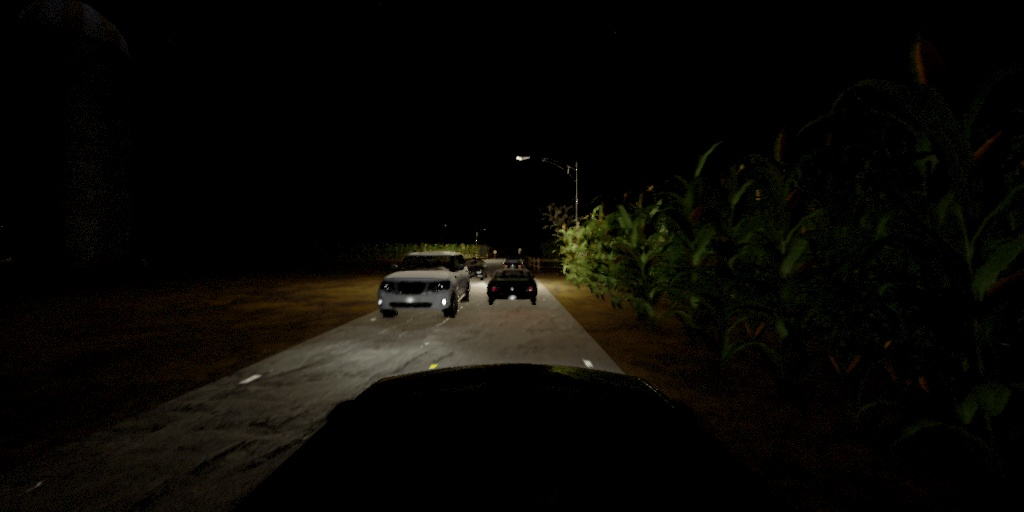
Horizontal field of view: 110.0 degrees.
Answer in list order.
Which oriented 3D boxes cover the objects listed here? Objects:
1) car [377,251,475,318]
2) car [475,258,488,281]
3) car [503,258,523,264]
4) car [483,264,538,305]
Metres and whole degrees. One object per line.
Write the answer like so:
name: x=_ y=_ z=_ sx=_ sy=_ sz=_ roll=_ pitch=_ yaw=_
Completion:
car: x=-2.786 y=0.835 z=12.647 sx=2.150 sy=2.045 sz=5.566 roll=0 pitch=0 yaw=0
car: x=-2.791 y=0.947 z=25.866 sx=1.837 sy=1.490 sz=4.892 roll=0 pitch=2 yaw=1
car: x=0.080 y=0.892 z=33.917 sx=2.033 sy=1.411 sz=5.357 roll=0 pitch=1 yaw=0
car: x=0.026 y=1.183 z=15.063 sx=1.895 sy=1.301 sz=4.718 roll=0 pitch=1 yaw=0
